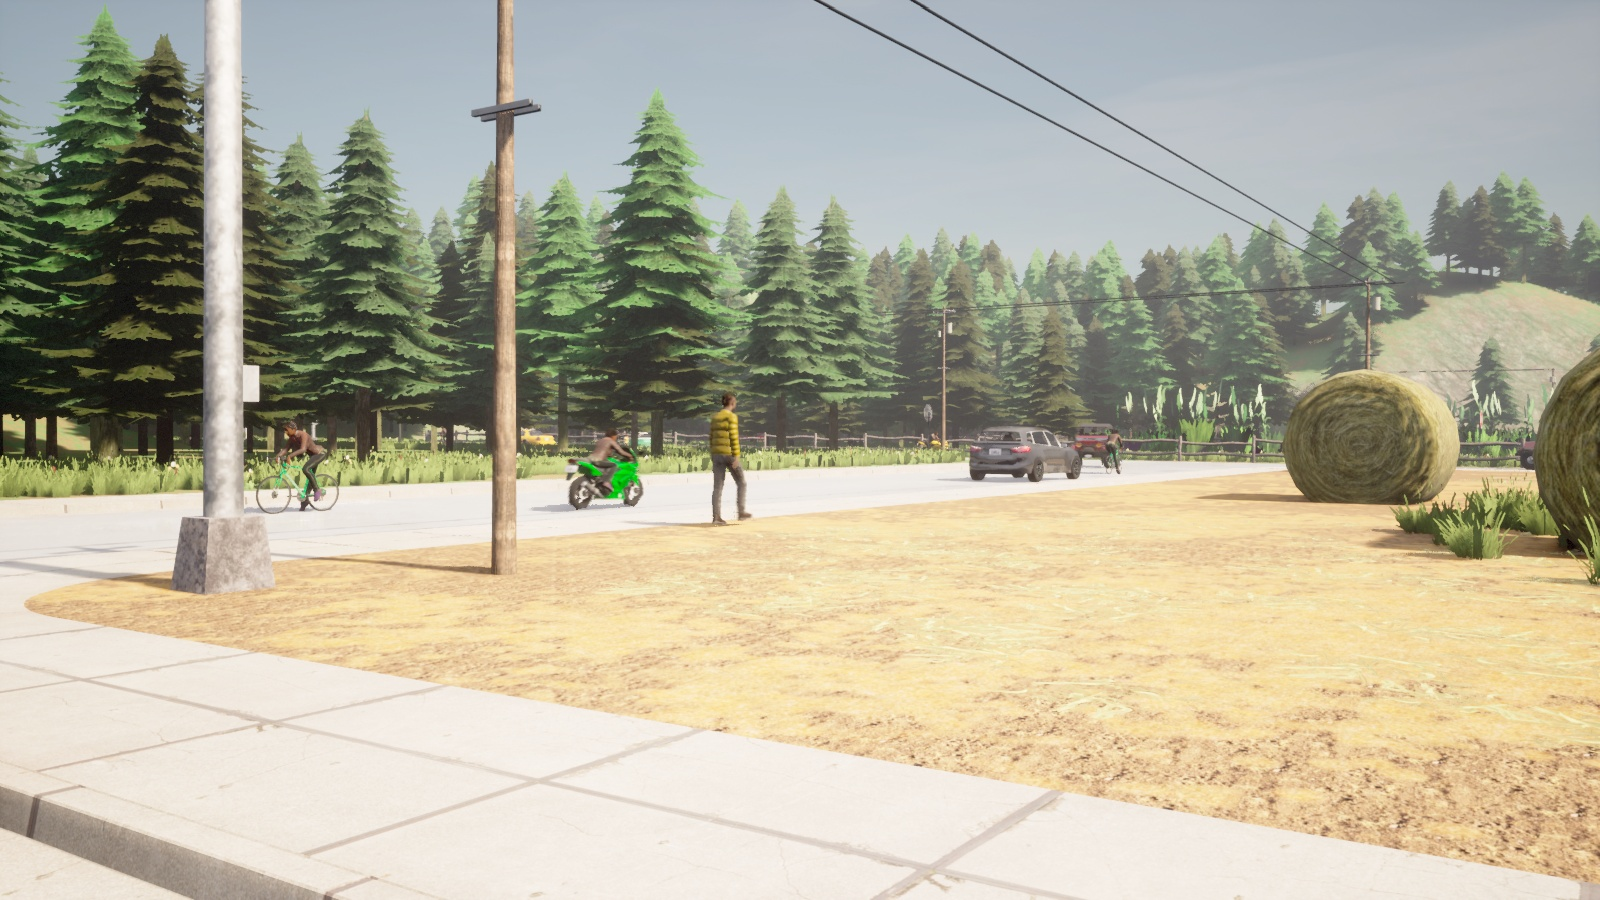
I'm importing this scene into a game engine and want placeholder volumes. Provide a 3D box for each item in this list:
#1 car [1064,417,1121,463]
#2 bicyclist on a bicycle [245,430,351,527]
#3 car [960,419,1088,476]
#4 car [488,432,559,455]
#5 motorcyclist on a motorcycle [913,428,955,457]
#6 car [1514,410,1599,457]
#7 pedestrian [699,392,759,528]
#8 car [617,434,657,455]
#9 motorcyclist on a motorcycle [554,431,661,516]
[{"bbox_3d":[12.537,-0.432,53.709,1.905,1.878,3.866,0,1,20],"label":"car"},{"bbox_3d":[-8.881,0.477,22.268,0.582,1.620,1.656,0,1,35],"label":"bicyclist on a bicycle"},{"bbox_3d":[7.060,-0.093,39.192,2.242,1.667,4.611,0,1,34],"label":"car"},{"bbox_3d":[-19.767,-0.476,89.686,5.366,1.575,1.801,0,1,36],"label":"car"},{"bbox_3d":[7.018,-0.400,65.786,2.044,1.523,0.797,0,1,37],"label":"motorcyclist on a motorcycle"},{"bbox_3d":[31.567,-0.664,51.411,3.866,1.878,1.905,0,1,37],"label":"car"},{"bbox_3d":[-0.983,0.131,17.410,0.431,1.840,0.709,0,1,40],"label":"pedestrian"},{"bbox_3d":[-10.814,-0.371,83.227,2.207,1.376,1.481,0,1,36],"label":"car"},{"bbox_3d":[-3.612,0.419,23.740,0.797,1.523,2.044,0,1,35],"label":"motorcyclist on a motorcycle"}]
